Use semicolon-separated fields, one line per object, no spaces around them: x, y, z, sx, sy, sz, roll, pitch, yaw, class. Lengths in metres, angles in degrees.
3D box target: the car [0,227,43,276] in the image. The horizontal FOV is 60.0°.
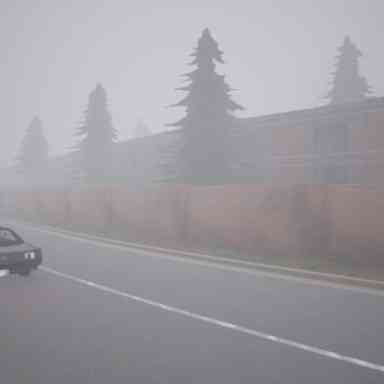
-6.089;1.616;9.317;4.718;1.301;1.895;0;0;43;car
